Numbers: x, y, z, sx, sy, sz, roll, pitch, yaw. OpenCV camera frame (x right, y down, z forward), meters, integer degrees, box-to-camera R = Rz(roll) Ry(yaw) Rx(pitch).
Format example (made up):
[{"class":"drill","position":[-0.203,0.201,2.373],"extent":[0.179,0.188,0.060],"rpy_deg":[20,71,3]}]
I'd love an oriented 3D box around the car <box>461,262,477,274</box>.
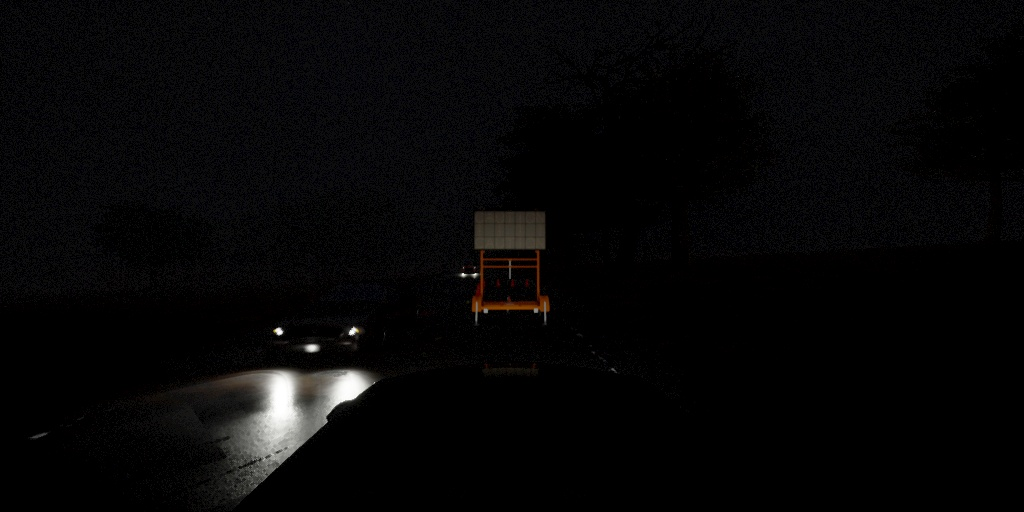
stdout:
[{"class":"car","position":[-6.209,1.653,51.962],"extent":[2.097,1.767,4.553],"rpy_deg":[0,-1,-6]}]

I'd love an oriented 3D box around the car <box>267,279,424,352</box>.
[{"class":"car","position":[-3.671,1.302,9.182],"extent":[2.033,1.411,5.357],"rpy_deg":[0,0,-1]}]

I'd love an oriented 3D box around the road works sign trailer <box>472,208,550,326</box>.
[{"class":"road works sign trailer","position":[-0.069,0.229,11.757],"extent":[2.380,3.560,2.880],"rpy_deg":[0,0,-2]}]
